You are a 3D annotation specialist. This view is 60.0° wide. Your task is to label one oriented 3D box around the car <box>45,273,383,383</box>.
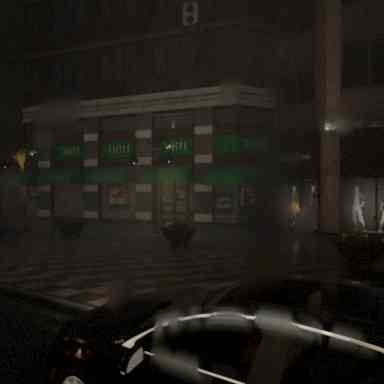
[{"bbox_3d":[0.716,1.502,2.772,4.892,1.490,1.837,0,0,36],"label":"car"}]
